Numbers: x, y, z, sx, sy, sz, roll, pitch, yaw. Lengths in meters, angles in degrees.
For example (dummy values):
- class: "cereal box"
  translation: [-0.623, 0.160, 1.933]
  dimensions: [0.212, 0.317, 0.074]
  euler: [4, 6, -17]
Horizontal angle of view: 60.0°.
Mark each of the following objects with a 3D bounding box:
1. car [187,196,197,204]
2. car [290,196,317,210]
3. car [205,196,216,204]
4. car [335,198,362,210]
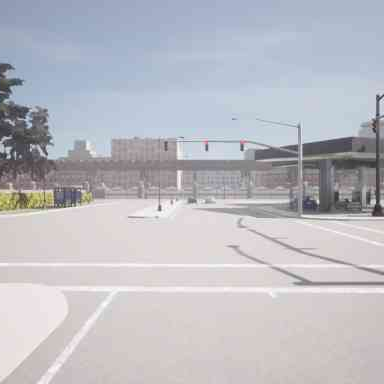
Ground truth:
- class: "car"
  translation: [0.061, 1.547, 64.454]
  dimensions: [2.033, 1.411, 5.357]
  euler: [0, 0, 0]
- class: "car"
  translation: [13.248, 1.295, 39.767]
  dimensions: [2.242, 1.667, 4.611]
  euler: [0, 0, 0]
- class: "car"
  translation: [3.561, 1.526, 64.451]
  dimensions: [1.812, 1.442, 4.674]
  euler: [0, 0, 0]
- class: "car"
  translation: [18.994, 1.456, 40.524]
  dimensions: [1.970, 1.475, 3.806]
  euler: [0, 0, 0]
